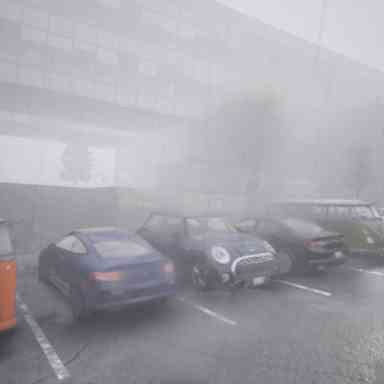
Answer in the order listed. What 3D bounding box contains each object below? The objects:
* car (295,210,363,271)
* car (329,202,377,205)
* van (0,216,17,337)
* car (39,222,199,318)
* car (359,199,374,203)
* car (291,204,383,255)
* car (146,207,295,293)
[{"bbox_3d":[2.366,1.472,10.648,2.097,1.535,5.008,0,0,-35],"label":"car"},{"bbox_3d":[9.292,1.465,15.586,2.231,1.521,4.892,0,0,-35],"label":"car"},{"bbox_3d":[-4.426,1.255,5.954,1.878,1.987,4.442,0,0,-35],"label":"van"},{"bbox_3d":[-2.082,1.518,7.479,2.002,1.452,4.674,0,0,-35],"label":"car"},{"bbox_3d":[11.580,1.335,17.186,2.185,1.767,4.553,0,0,-35],"label":"car"},{"bbox_3d":[7.010,1.467,13.974,2.231,1.521,4.892,0,0,-35],"label":"car"},{"bbox_3d":[0.172,1.349,9.127,2.185,1.767,4.553,0,0,-35],"label":"car"}]
